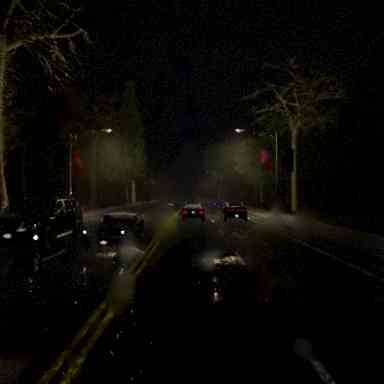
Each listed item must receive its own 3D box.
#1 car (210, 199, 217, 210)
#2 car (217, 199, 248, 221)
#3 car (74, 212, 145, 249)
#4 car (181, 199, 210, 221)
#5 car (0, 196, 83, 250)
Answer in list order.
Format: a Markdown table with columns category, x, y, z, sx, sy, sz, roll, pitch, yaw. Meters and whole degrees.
| category | x | y | z | sx | sy | sz | roll | pitch | yaw |
| --- | --- | --- | --- | --- | --- | --- | --- | --- | --- |
| car | 3.341 | 1.610 | 43.248 | 1.812 | 1.442 | 4.674 | 0 | 0 | 0 |
| car | 3.343 | 1.532 | 27.240 | 1.837 | 1.490 | 4.892 | 0 | 0 | 0 |
| car | -3.333 | 1.602 | 14.732 | 1.895 | 1.301 | 4.718 | 0 | 0 | 0 |
| car | 0.095 | 1.574 | 27.339 | 2.033 | 1.411 | 5.357 | 0 | 0 | 0 |
| car | -6.580 | 1.223 | 14.678 | 2.150 | 2.045 | 5.566 | 0 | 0 | 1 |
